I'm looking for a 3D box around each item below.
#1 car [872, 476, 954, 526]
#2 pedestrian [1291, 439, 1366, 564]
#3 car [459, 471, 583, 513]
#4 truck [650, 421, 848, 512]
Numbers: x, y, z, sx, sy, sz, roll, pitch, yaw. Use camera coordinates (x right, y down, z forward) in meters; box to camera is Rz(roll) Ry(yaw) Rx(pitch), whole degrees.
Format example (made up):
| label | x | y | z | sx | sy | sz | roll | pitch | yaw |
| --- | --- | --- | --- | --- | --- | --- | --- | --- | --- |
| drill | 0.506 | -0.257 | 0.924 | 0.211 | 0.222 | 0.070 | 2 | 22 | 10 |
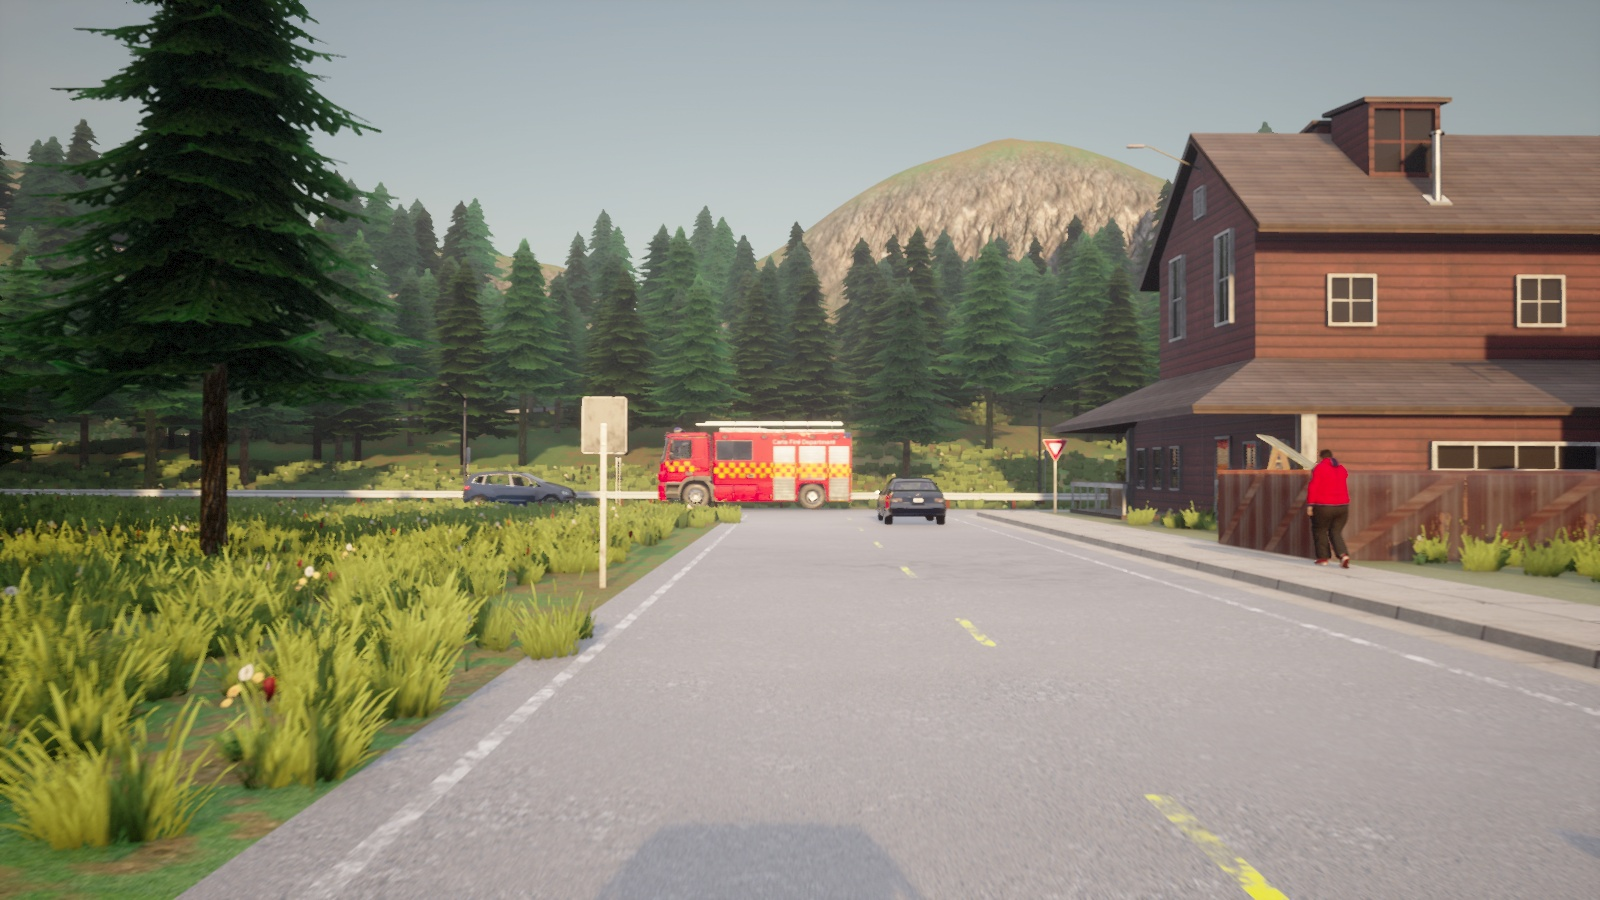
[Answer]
| label | x | y | z | sx | sy | sz | roll | pitch | yaw |
| --- | --- | --- | --- | --- | --- | --- | --- | --- | --- |
| car | 3.406 | 1.509 | 38.749 | 2.033 | 1.411 | 5.357 | 0 | -1 | 0 |
| pedestrian | 7.941 | 0.761 | 18.898 | 0.634 | 1.844 | 0.899 | 0 | -1 | -10 |
| car | -11.418 | 1.725 | 51.614 | 4.611 | 1.667 | 2.242 | 0 | -1 | 0 |
| truck | -2.189 | 0.723 | 55.172 | 8.468 | 3.827 | 2.891 | 0 | -1 | 0 |
